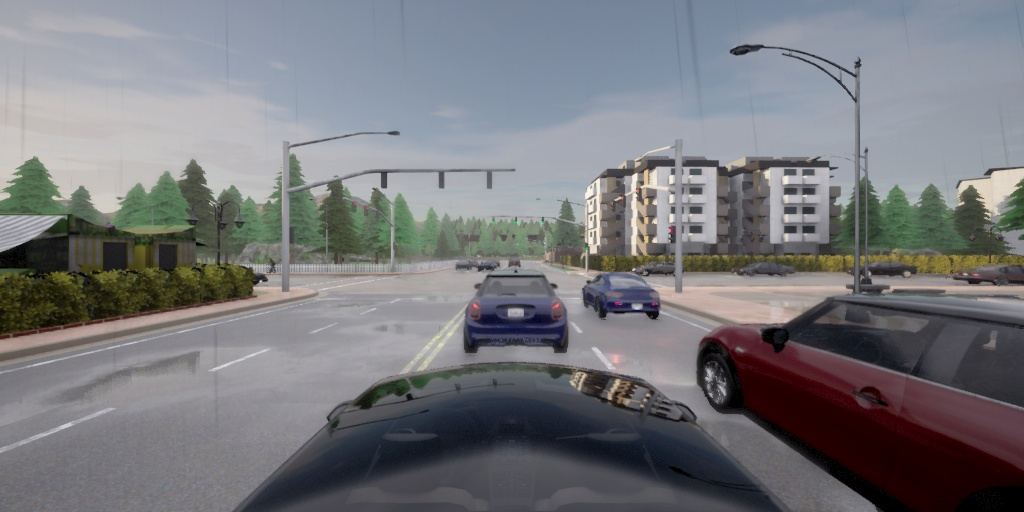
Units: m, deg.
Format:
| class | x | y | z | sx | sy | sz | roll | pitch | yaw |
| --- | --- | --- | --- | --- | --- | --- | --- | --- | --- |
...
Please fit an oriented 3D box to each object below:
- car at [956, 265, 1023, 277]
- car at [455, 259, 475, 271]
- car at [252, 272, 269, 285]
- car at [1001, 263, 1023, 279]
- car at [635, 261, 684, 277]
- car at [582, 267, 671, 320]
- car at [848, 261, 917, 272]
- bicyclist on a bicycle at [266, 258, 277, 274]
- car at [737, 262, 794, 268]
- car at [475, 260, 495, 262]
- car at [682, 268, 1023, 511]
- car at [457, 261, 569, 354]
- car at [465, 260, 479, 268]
| class | x | y | z | sx | sy | sz | roll | pitch | yaw |
| --- | --- | --- | --- | --- | --- | --- | --- | --- | --- |
| car | 33.280 | 1.297 | 23.851 | 5.357 | 1.411 | 2.033 | 0 | 0 | 12 |
| car | -6.797 | 1.228 | 50.901 | 1.882 | 1.535 | 5.008 | 0 | 0 | 0 |
| car | -19.362 | 1.297 | 23.793 | 5.357 | 1.411 | 2.033 | 0 | 0 | -1 |
| car | 46.314 | 1.298 | 30.452 | 5.357 | 1.411 | 2.033 | 0 | 0 | 25 |
| car | 14.250 | 1.242 | 34.975 | 4.902 | 1.511 | 2.128 | 0 | 0 | -2 |
| car | 3.675 | 1.276 | 12.598 | 1.812 | 1.442 | 4.674 | 0 | 0 | 2 |
| car | 35.087 | 1.228 | 34.128 | 5.008 | 1.535 | 1.882 | 0 | 0 | 12 |
| bicyclist on a bicycle | -25.591 | 1.052 | 38.158 | 0.582 | 1.620 | 1.656 | 0 | 0 | -1 |
| car | 24.638 | 1.298 | 35.228 | 5.357 | 1.411 | 2.033 | 0 | 0 | 0 |
| car | -3.340 | 1.351 | 46.525 | 1.895 | 1.301 | 4.718 | 0 | 0 | 0 |
| car | 3.606 | 1.102 | 3.156 | 2.097 | 1.767 | 4.553 | 0 | 0 | 0 |
| car | 0.099 | 1.101 | 8.930 | 2.097 | 1.767 | 4.553 | 0 | 0 | 1 |
| car | -6.739 | 1.314 | 60.818 | 1.994 | 1.385 | 4.181 | 0 | 0 | 0 |
